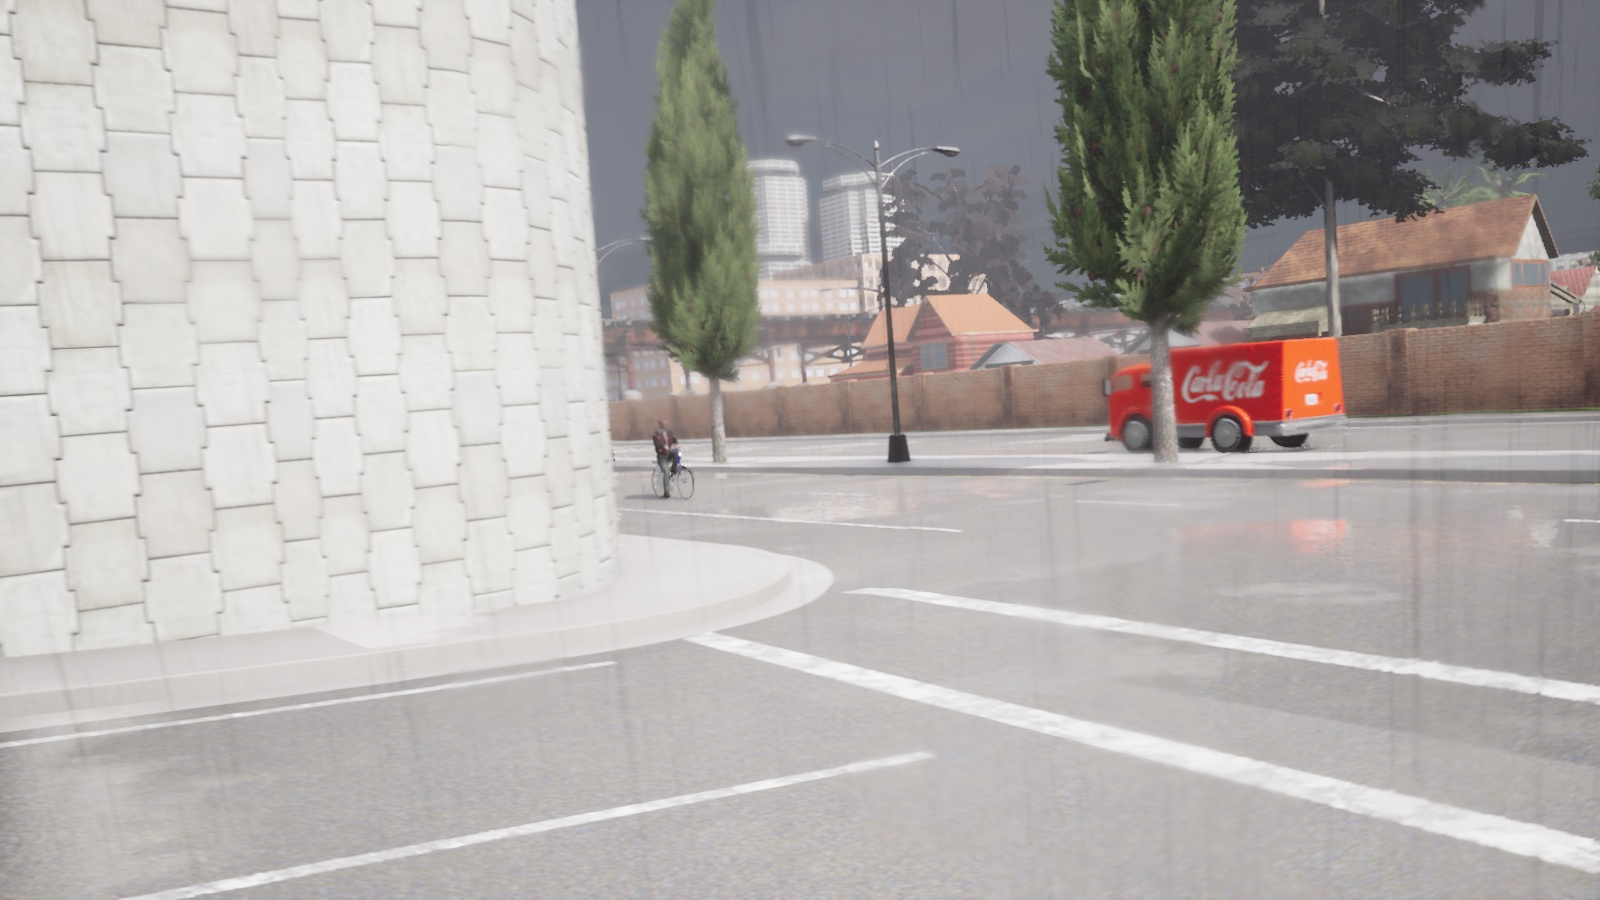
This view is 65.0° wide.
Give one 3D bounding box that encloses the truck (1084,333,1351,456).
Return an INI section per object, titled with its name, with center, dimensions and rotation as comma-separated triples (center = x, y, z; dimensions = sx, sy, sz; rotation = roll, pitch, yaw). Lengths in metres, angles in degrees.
[truck]
center = 9.560, -1.220, 29.194
dimensions = 2.627, 2.467, 5.204
rotation = -6, 3, -35

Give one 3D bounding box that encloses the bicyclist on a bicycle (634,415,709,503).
[bicyclist on a bicycle]
center = -2.769, 0.192, 26.904
dimensions = 0.659, 1.776, 1.843
rotation = -6, 3, -35
